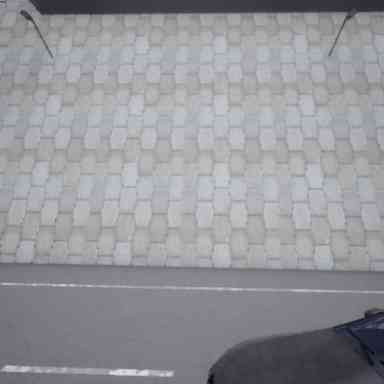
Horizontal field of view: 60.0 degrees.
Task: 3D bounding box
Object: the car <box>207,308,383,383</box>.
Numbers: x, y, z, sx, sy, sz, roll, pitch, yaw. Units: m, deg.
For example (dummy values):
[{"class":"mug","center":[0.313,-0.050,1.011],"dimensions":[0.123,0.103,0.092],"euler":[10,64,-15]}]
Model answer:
[{"class":"car","center":[2.124,1.572,2.319],"dimensions":[4.181,1.385,1.994],"euler":[1,1,2]}]
